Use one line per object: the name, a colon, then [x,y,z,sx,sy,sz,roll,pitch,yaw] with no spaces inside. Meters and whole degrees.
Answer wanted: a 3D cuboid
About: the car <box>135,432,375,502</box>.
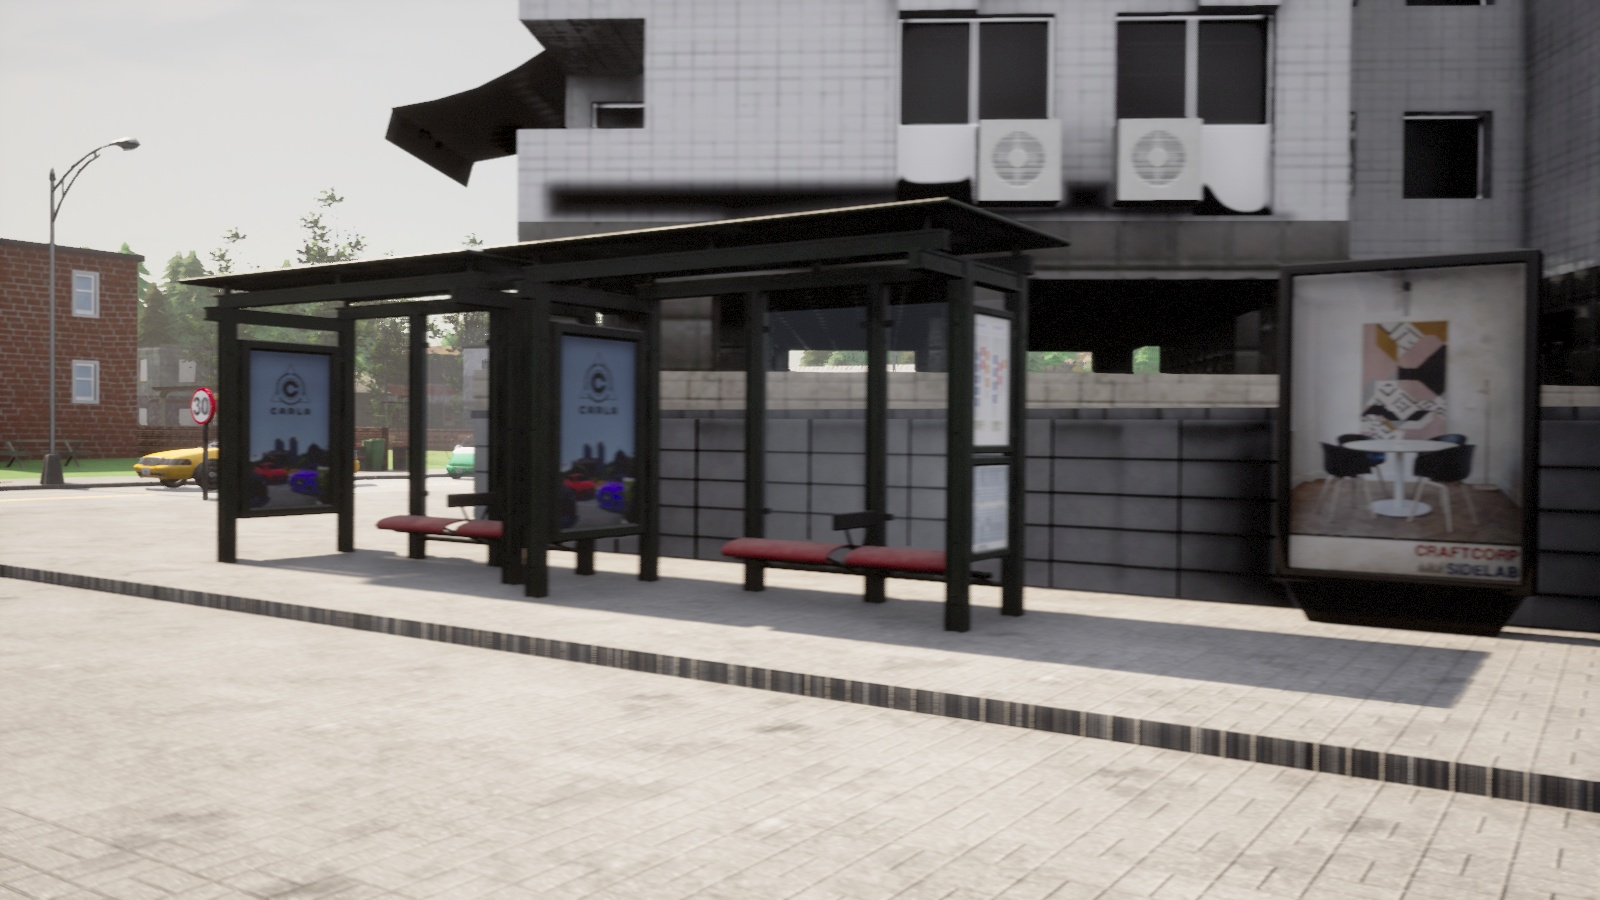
car: [-13.467,0.364,31.404,1.801,1.575,5.366,0,1,34]
